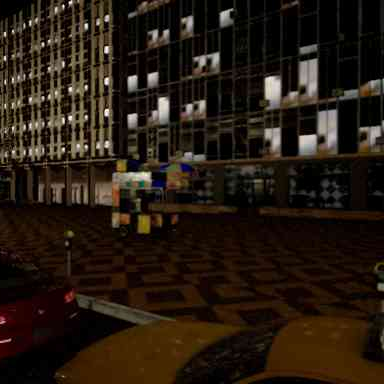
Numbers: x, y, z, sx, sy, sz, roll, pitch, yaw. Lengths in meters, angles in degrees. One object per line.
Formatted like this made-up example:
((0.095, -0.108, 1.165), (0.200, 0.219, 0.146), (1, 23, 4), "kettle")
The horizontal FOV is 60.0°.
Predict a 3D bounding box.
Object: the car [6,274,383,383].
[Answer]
((0.943, 1.507, 2.235), (4.829, 1.417, 1.752), (0, 1, 33), "car")

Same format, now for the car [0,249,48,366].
((-3.533, 1.556, 5.178), (4.206, 1.307, 1.802), (0, 1, 33), "car")
